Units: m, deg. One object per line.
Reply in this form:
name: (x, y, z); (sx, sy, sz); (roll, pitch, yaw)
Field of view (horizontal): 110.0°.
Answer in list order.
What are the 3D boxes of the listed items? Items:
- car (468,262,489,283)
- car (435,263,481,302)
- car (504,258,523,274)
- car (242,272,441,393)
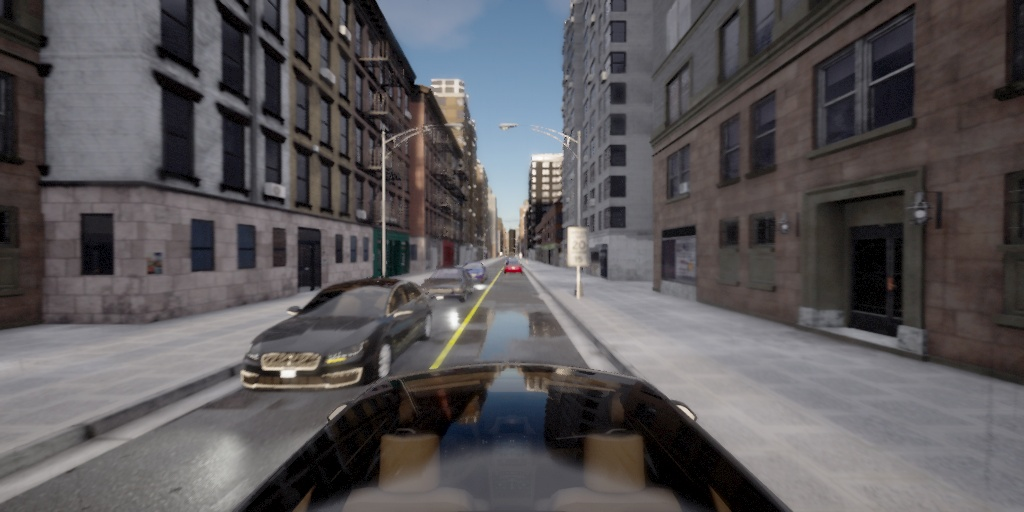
car: (-2.834, 1.183, 26.694); (1.812, 1.442, 4.674); (0, 0, 0)
car: (-2.844, 1.242, 16.792); (2.033, 1.411, 5.357); (0, 0, 0)
car: (0.128, 1.176, 38.914); (1.994, 1.385, 4.181); (0, 0, -1)
car: (-2.849, 1.237, 6.995); (1.837, 1.490, 4.892); (0, 0, 0)
